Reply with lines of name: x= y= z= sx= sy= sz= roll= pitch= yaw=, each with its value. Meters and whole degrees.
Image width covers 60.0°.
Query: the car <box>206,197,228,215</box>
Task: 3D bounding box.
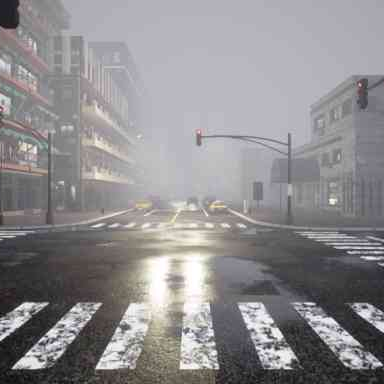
car: x=2.681 y=1.544 z=33.964 sx=1.752 sy=1.417 sz=4.829 roll=0 pitch=0 yaw=0

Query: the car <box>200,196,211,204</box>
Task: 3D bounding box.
car: x=2.669 y=1.612 z=67.029 sx=2.008 sy=1.369 sz=4.403 roll=0 pitch=0 yaw=0

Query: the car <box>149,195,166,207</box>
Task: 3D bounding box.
car: x=-5.705 y=1.351 z=50.408 sx=2.192 sy=1.841 sz=5.009 roll=0 pitch=0 yaw=0

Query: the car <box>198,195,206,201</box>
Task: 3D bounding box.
car: x=2.661 y=1.632 z=89.356 sx=1.752 sy=1.417 sz=4.829 roll=0 pitch=0 yaw=0

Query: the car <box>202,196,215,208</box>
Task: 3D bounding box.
car: x=2.677 y=1.611 z=44.872 sx=1.802 sy=1.307 sz=4.206 roll=0 pitch=0 yaw=0

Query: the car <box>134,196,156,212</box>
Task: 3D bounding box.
car: x=-5.702 y=1.549 z=39.159 sx=1.752 sy=1.417 sz=4.829 roll=0 pitch=0 yaw=0

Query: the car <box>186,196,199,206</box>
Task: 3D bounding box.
car: x=0.080 y=1.548 z=57.622 sx=1.837 sy=1.490 sz=4.892 roll=0 pitch=-1 yaw=0

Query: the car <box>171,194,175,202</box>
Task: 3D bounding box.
car: x=-5.716 y=1.627 z=78.104 sx=1.887 sy=1.381 sz=4.507 roll=0 pitch=0 yaw=0

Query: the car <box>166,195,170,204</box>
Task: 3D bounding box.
car: x=-5.710 y=1.603 z=61.486 sx=2.008 sy=1.369 sz=4.403 roll=0 pitch=0 yaw=0

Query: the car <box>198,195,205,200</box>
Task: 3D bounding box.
car: x=2.659 y=1.670 z=94.725 sx=2.008 sy=1.369 sz=4.403 roll=0 pitch=0 yaw=0

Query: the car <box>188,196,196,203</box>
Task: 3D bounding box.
car: x=0.018 y=1.594 z=71.051 sx=1.812 sy=1.442 sz=4.674 roll=0 pitch=0 yaw=0

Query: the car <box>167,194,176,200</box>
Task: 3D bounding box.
car: x=-5.721 y=1.434 z=94.722 sx=2.192 sy=1.841 sz=5.009 roll=0 pitch=0 yaw=0

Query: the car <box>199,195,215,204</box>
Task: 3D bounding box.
car: x=2.676 y=1.351 z=50.411 sx=2.192 sy=1.841 sz=5.009 roll=0 pitch=0 yaw=0

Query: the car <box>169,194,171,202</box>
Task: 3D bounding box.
car: x=-5.711 y=1.587 z=66.855 sx=1.752 sy=1.417 sz=4.829 roll=0 pitch=0 yaw=0
